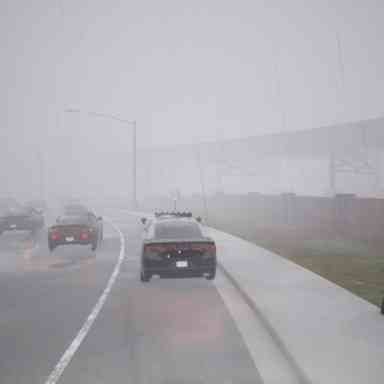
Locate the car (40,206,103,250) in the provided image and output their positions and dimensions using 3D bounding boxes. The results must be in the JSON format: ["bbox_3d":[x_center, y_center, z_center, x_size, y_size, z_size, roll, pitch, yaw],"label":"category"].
[{"bbox_3d":[-4.912,1.538,14.324,1.812,1.442,4.674,0,0,-12],"label":"car"}]

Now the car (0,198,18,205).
[{"bbox_3d":[-23.248,1.517,41.597,2.097,1.767,4.553,-1,0,-42],"label":"car"}]

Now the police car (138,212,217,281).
[{"bbox_3d":[-0.576,1.422,10.058,1.930,1.638,5.238,0,0,-8],"label":"police car"}]

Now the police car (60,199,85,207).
[{"bbox_3d":[-10.774,1.472,30.099,1.930,1.638,5.238,0,0,-27],"label":"police car"}]

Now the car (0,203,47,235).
[{"bbox_3d":[-9.792,1.568,19.211,1.812,1.442,4.674,0,0,-17],"label":"car"}]

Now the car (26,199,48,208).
[{"bbox_3d":[-20.639,1.612,43.939,2.128,1.511,4.902,-1,0,-42],"label":"car"}]
